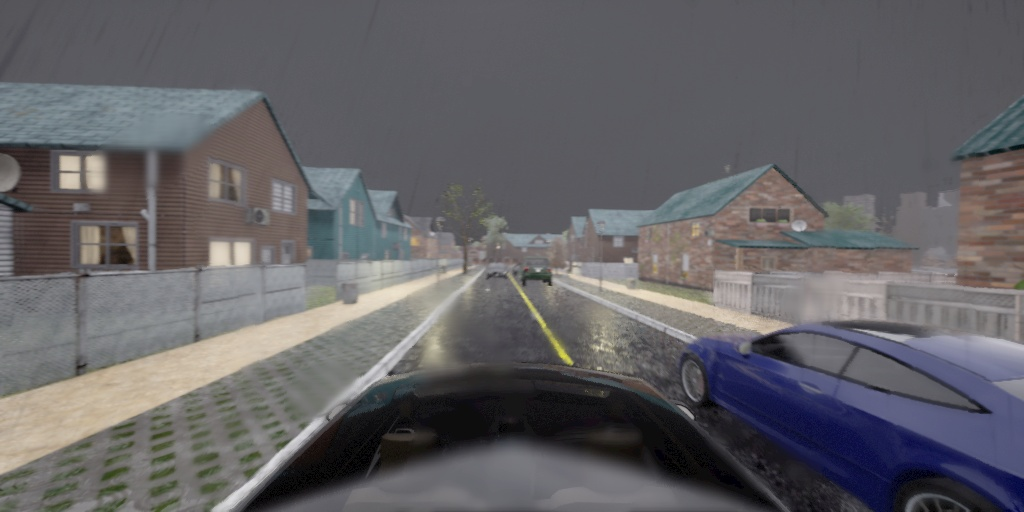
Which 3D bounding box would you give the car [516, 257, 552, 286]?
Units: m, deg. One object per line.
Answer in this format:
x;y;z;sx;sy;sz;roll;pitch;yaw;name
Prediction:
1.692;1.070;26.909;2.150;2.045;5.566;1;0;-2;car

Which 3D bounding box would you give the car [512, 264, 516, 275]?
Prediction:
1.097;1.454;40.746;1.994;1.385;4.181;1;0;-2;car

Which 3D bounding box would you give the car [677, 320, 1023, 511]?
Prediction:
3.440;1.342;3.416;1.812;1.442;4.674;1;0;-2;car

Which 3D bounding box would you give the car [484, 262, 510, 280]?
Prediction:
-1.324;1.314;32.046;1.837;1.490;4.892;1;0;-2;car
